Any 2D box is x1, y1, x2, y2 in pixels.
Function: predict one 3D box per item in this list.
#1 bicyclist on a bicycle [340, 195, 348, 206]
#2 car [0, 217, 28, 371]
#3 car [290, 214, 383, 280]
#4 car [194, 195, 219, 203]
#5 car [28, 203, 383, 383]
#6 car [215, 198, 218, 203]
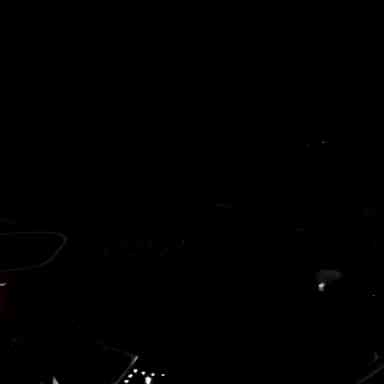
[{"bbox_3d":[18.912,1.226,41.379,1.656,1.620,0.582,0,0,-35],"label":"bicyclist on a bicycle"},{"bbox_3d":[-3.610,1.314,4.176,5.009,1.841,2.192,0,1,-36],"label":"car"},{"bbox_3d":[5.401,1.545,10.621,4.829,1.417,1.752,0,1,-36],"label":"car"},{"bbox_3d":[2.493,1.269,59.259,1.895,1.301,4.718,1,0,-35],"label":"car"},{"bbox_3d":[1.192,1.228,4.233,5.566,2.045,2.150,0,0,-36],"label":"car"},{"bbox_3d":[2.076,1.142,54.451,1.882,1.535,5.008,1,0,-35],"label":"car"}]
